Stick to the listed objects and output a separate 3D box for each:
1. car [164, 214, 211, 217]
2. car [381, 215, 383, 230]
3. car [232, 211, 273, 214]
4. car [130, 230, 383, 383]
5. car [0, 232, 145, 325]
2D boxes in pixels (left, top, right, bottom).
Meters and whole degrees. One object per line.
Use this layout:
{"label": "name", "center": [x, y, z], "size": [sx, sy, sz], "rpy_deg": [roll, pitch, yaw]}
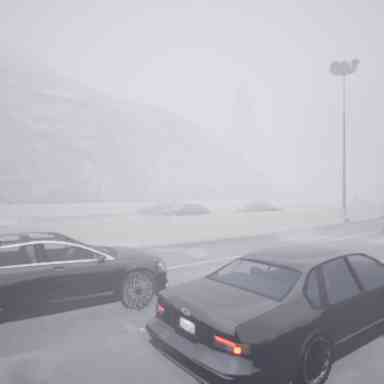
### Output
{"label": "car", "center": [-0.577, 1.575, 25.919], "size": [4.674, 1.442, 1.812], "rpy_deg": [0, 0, -40]}
{"label": "car", "center": [12.049, 1.500, 18.079], "size": [5.008, 1.535, 1.882], "rpy_deg": [0, 0, -41]}
{"label": "car", "center": [5.244, 1.645, 26.303], "size": [4.718, 1.301, 1.895], "rpy_deg": [0, 0, -42]}
{"label": "car", "center": [1.947, 1.556, 5.278], "size": [5.357, 1.411, 2.033], "rpy_deg": [0, 0, -37]}
{"label": "car", "center": [-2.735, 1.506, 6.198], "size": [4.902, 1.511, 2.128], "rpy_deg": [0, 0, -36]}
